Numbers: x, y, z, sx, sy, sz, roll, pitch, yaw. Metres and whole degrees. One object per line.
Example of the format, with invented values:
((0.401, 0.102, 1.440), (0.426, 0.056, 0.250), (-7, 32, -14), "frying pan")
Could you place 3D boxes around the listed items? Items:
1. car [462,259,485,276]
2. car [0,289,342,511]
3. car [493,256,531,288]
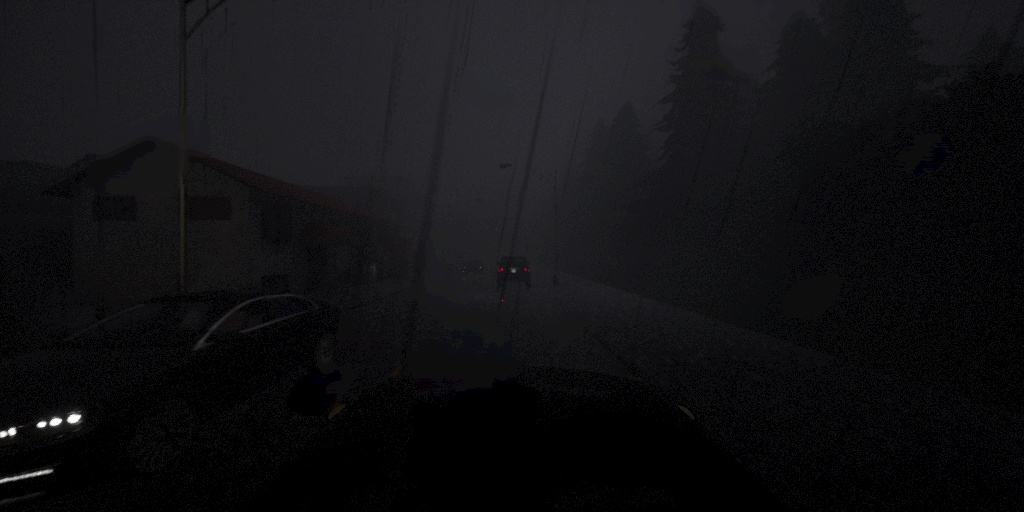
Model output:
((-4.078, 1.121, 38.210), (2.097, 1.767, 4.553), (0, 0, 0), "car")
((-4.099, 1.243, 4.780), (2.128, 1.511, 4.902), (0, 0, 0), "car")
((0.106, 0.985, 24.352), (2.150, 2.045, 5.566), (0, 0, 0), "car")
